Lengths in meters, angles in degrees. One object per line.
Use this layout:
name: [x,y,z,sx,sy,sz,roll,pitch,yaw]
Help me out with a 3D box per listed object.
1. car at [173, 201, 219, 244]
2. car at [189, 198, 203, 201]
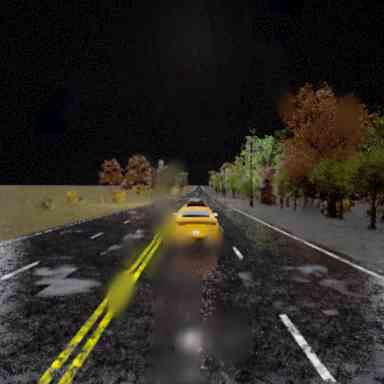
car: [0.174,1.426,15.502,1.882,1.535,5.008,0,0,0]
car: [0.462,1.354,36.955,2.128,1.511,4.902,0,0,1]
